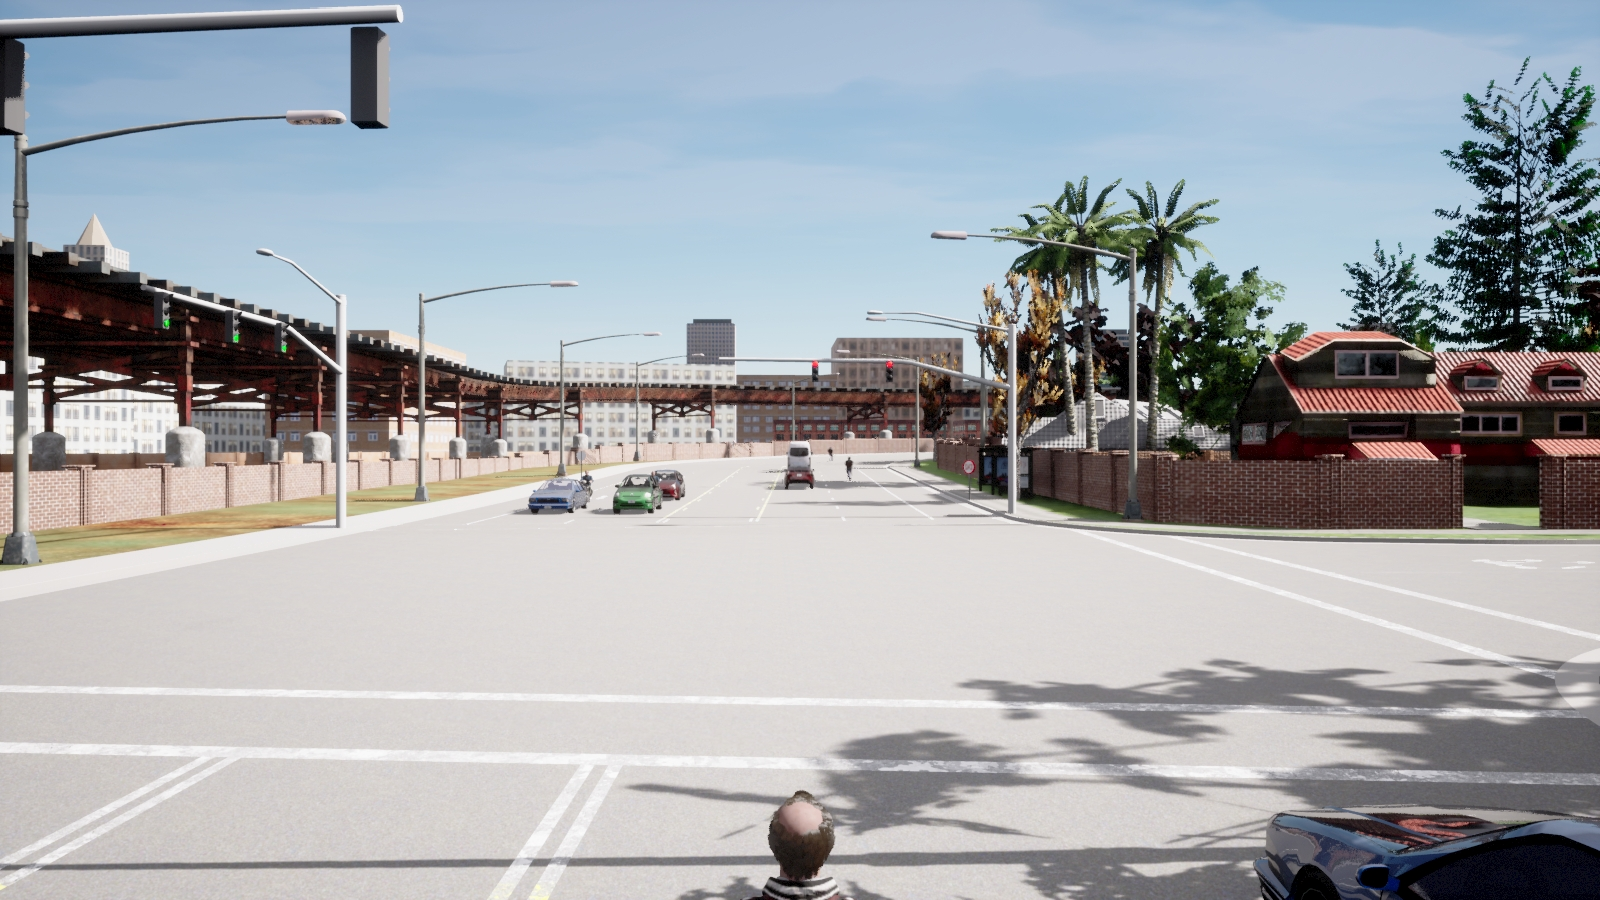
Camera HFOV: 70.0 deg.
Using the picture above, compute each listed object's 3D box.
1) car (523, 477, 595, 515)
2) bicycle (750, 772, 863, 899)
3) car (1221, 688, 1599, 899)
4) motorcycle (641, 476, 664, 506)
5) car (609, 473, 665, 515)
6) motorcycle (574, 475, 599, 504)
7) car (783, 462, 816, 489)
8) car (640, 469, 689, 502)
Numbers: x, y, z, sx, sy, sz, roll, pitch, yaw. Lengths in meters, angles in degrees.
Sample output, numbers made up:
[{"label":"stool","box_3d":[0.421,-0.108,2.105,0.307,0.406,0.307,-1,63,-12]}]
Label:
[{"label":"car","box_3d":[-10.533,1.979,50.381,2.033,1.411,5.357,0,1,0]},{"label":"bicycle","box_3d":[0.019,2.048,3.681,0.329,1.496,1.835,0,0,0]},{"label":"car","box_3d":[3.467,2.106,4.038,2.033,1.411,5.357,0,0,1]},{"label":"motorcycle","box_3d":[-7.053,1.947,54.746,0.856,1.341,1.805,0,1,0]},{"label":"car","box_3d":[-7.031,1.877,49.699,1.851,1.617,3.988,0,1,0]},{"label":"motorcycle","box_3d":[-10.476,1.934,56.002,0.856,1.341,1.805,0,1,1]},{"label":"car","box_3d":[-0.045,1.591,72.502,2.007,1.525,4.514,0,1,0]},{"label":"car","box_3d":[-7.040,1.800,59.633,2.007,1.525,4.514,0,1,0]}]
